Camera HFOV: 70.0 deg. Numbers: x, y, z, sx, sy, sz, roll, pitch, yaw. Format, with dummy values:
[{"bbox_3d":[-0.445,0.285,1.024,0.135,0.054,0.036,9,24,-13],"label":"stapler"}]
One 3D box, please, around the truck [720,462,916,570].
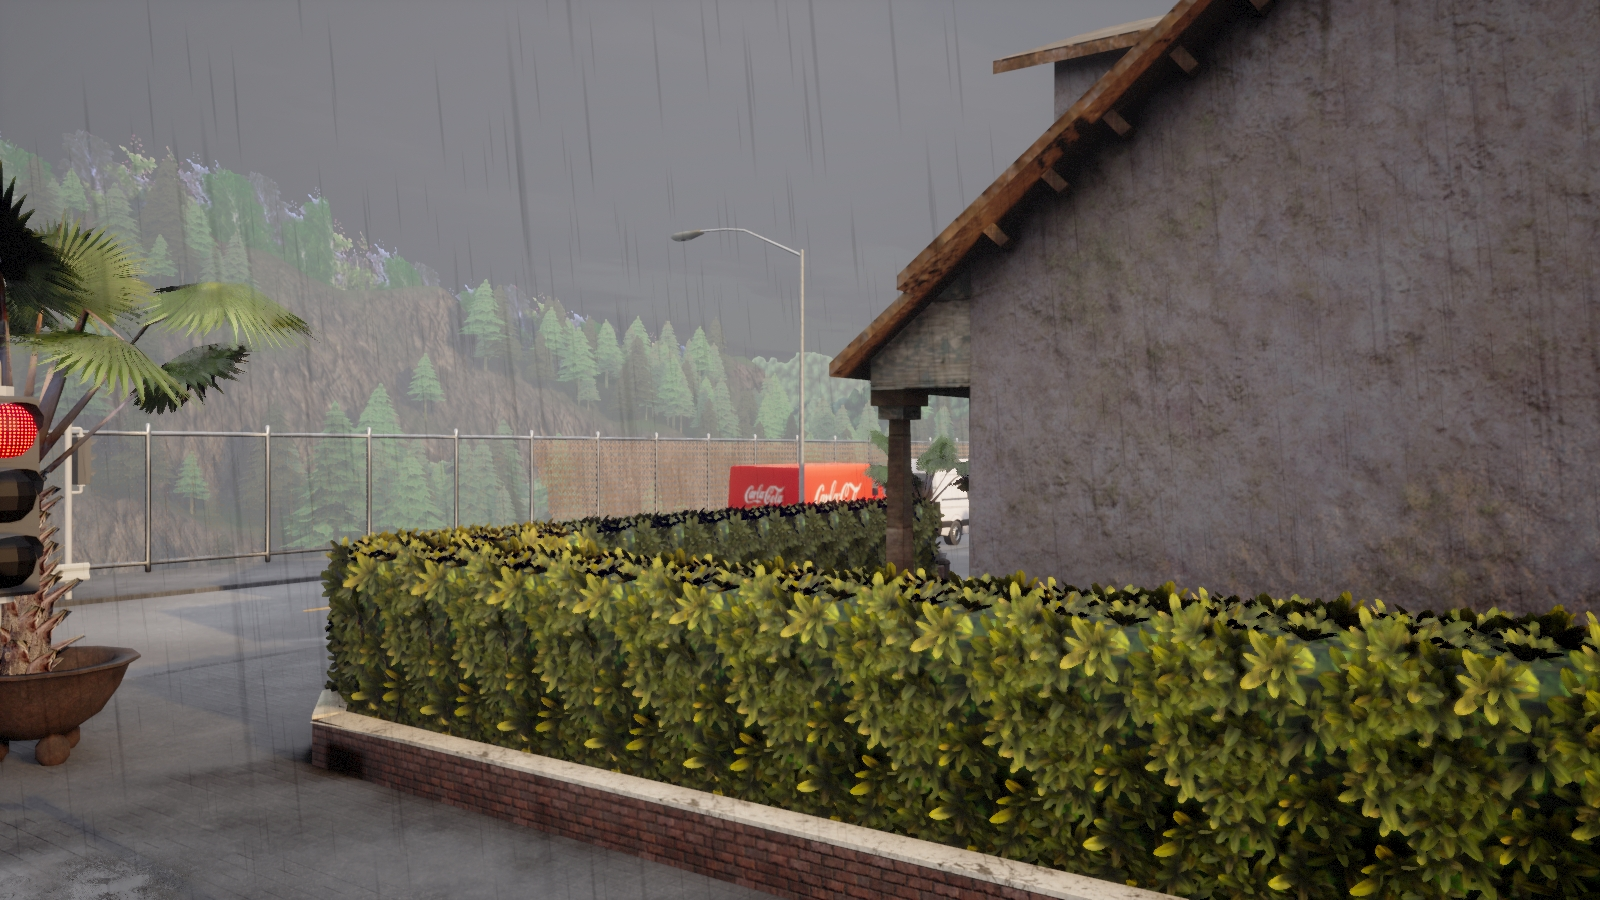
[{"bbox_3d":[0.584,1.568,29.600,2.627,2.467,5.204,0,0,35],"label":"truck"}]
